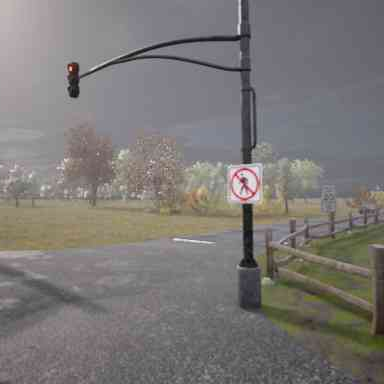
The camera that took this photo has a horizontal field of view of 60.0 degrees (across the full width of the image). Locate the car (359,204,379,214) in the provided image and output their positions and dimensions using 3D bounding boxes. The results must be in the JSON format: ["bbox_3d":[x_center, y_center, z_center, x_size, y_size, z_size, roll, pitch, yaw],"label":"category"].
[{"bbox_3d":[25.679,2.447,48.103,2.033,1.411,5.357,-1,-2,40],"label":"car"}]
